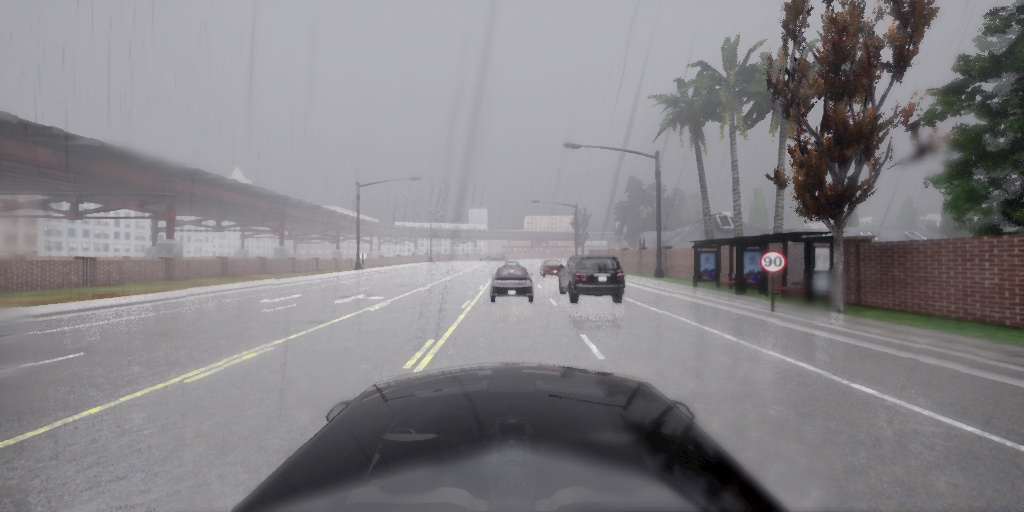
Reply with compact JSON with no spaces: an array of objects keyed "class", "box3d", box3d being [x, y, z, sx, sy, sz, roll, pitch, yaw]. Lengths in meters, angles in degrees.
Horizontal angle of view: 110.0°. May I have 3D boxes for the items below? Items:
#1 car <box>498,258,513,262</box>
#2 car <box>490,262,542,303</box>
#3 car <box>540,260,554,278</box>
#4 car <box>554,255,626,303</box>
[{"class":"car","box3d":[-0.003,1.163,31.495,1.994,1.385,4.181,0,1,0]},{"class":"car","box3d":[-0.002,1.209,16.498,2.128,1.511,4.902,0,0,0]},{"class":"car","box3d":[3.497,1.071,31.495,1.882,1.535,5.008,0,1,0]},{"class":"car","box3d":[3.498,0.966,16.527,2.150,2.045,5.566,0,0,0]}]
